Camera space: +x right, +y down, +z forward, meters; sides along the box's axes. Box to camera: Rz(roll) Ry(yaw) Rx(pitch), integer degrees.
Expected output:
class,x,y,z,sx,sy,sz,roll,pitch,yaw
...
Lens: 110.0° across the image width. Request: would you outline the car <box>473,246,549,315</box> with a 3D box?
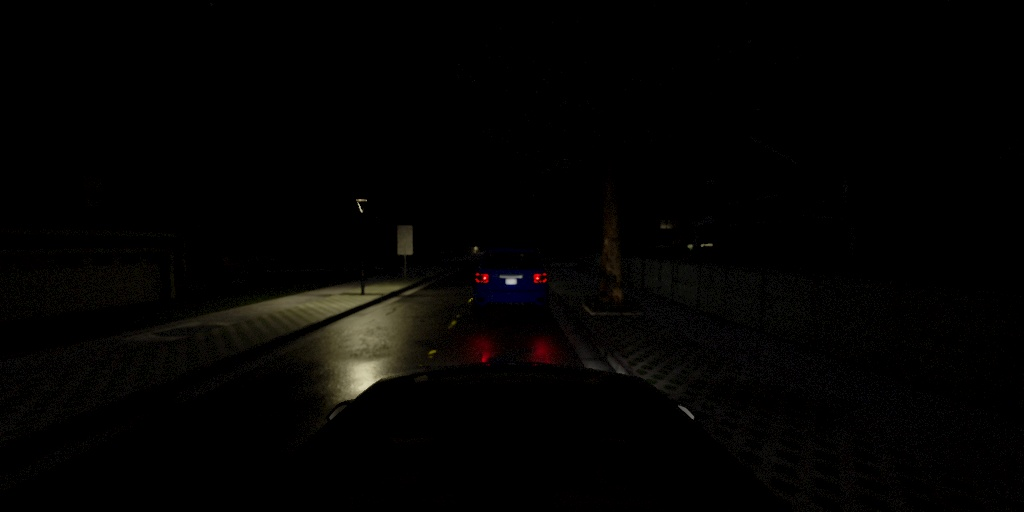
class,x,y,z,sx,sy,sz,roll,pitch,yaw
car,-0.048,0.676,12.128,2.150,2.045,5.566,0,2,-1
